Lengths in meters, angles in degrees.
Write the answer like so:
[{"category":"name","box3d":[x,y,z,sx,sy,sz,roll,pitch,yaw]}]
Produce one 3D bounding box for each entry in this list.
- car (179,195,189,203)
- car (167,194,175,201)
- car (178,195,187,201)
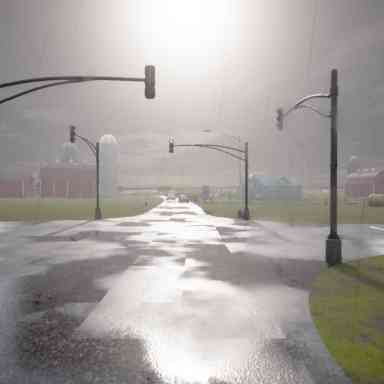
[{"category":"car","box3d":[-1.670,1.624,69.999,1.895,1.301,4.718,0,0,-3]},{"category":"car","box3d":[-4.655,1.182,74.000,1.812,1.442,4.674,0,0,-3]},{"category":"car","box3d":[-2.274,1.464,79.983,1.837,1.490,4.892,0,0,-4]}]
